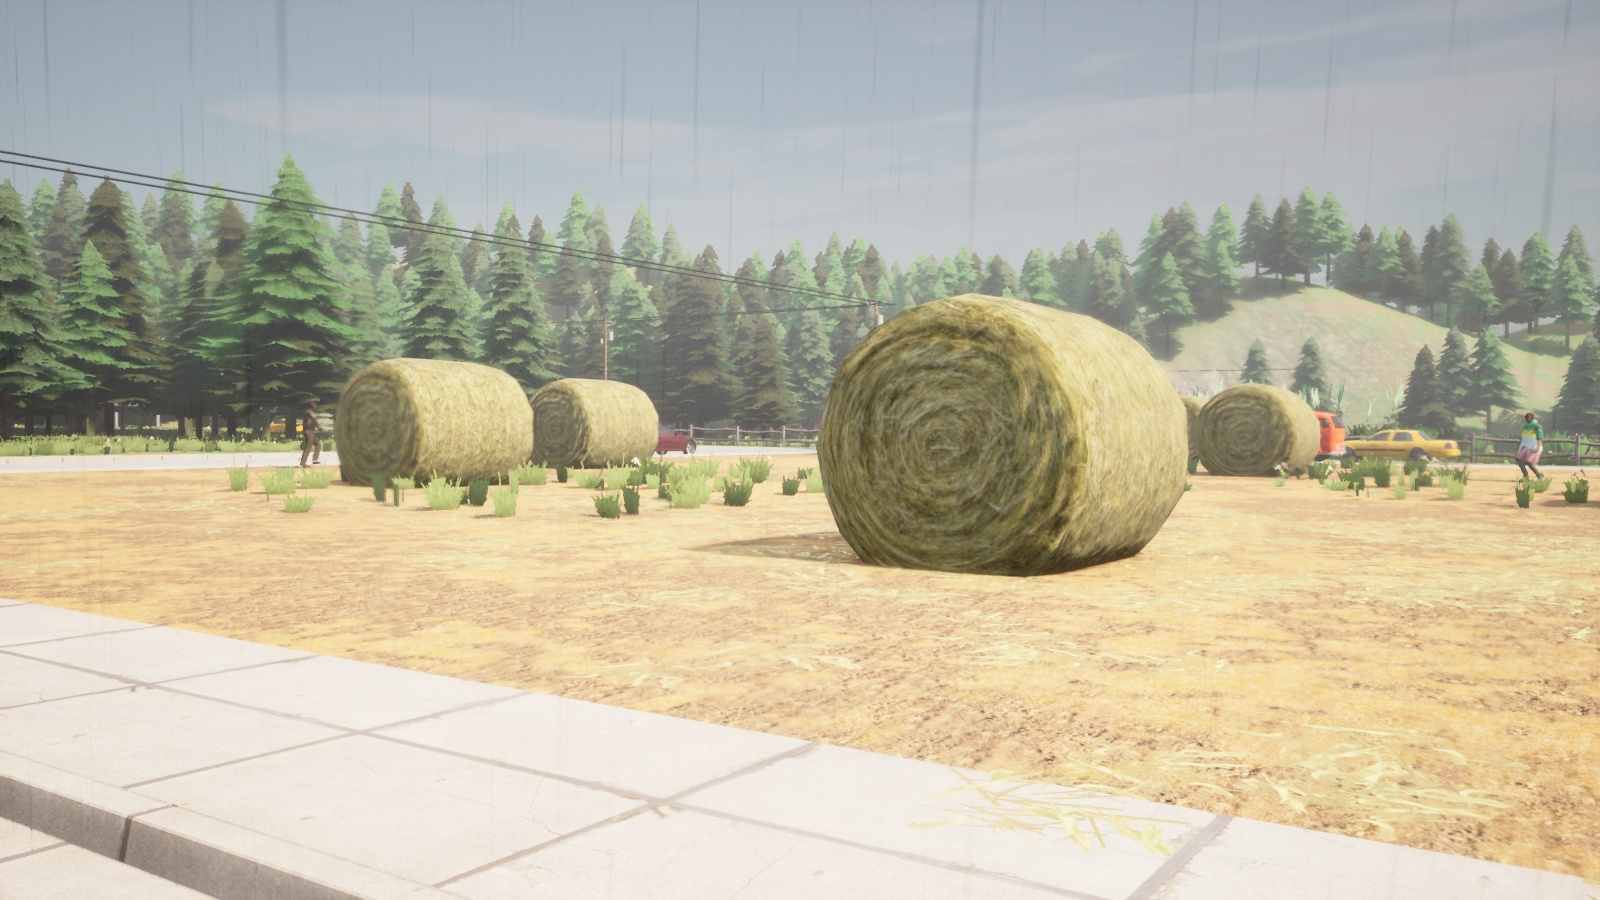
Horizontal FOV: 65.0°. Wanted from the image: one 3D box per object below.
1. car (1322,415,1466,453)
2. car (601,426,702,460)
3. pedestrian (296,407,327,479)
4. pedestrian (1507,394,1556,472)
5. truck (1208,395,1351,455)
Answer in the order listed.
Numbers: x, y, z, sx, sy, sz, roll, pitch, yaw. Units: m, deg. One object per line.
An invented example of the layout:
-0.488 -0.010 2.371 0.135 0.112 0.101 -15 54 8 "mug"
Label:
25.605 -0.686 54.234 5.366 1.575 1.801 0 1 38 "car"
-6.605 -0.326 56.305 1.812 1.442 4.674 0 1 35 "car"
-13.321 -0.198 34.245 0.692 1.930 0.395 -1 2 -38 "pedestrian"
18.692 -0.444 32.103 0.873 1.952 0.659 -1 1 -12 "pedestrian"
20.495 -1.056 53.736 5.204 2.467 2.627 0 2 38 "truck"
